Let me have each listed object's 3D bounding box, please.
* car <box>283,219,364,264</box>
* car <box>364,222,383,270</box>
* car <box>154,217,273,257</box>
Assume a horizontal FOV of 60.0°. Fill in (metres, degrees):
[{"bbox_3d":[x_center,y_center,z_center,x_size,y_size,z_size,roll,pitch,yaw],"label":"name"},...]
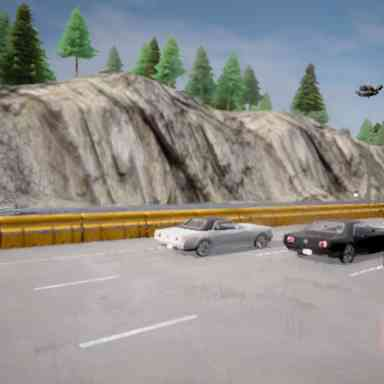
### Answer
[{"bbox_3d":[5.519,1.643,11.982,4.718,1.301,1.895,0,0,-36],"label":"car"},{"bbox_3d":[6.845,1.530,8.628,4.902,1.511,2.128,0,0,-35],"label":"car"},{"bbox_3d":[1.017,1.631,13.069,4.718,1.301,1.895,0,0,-35],"label":"car"}]
